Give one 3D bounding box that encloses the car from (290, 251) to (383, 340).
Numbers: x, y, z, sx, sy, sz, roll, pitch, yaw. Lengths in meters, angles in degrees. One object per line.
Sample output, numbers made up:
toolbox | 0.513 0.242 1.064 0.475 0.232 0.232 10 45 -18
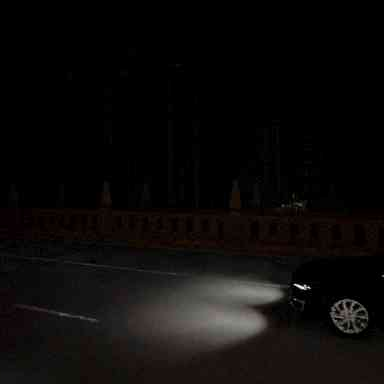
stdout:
car | 4.088 1.501 5.249 4.892 1.490 1.837 0 0 24
